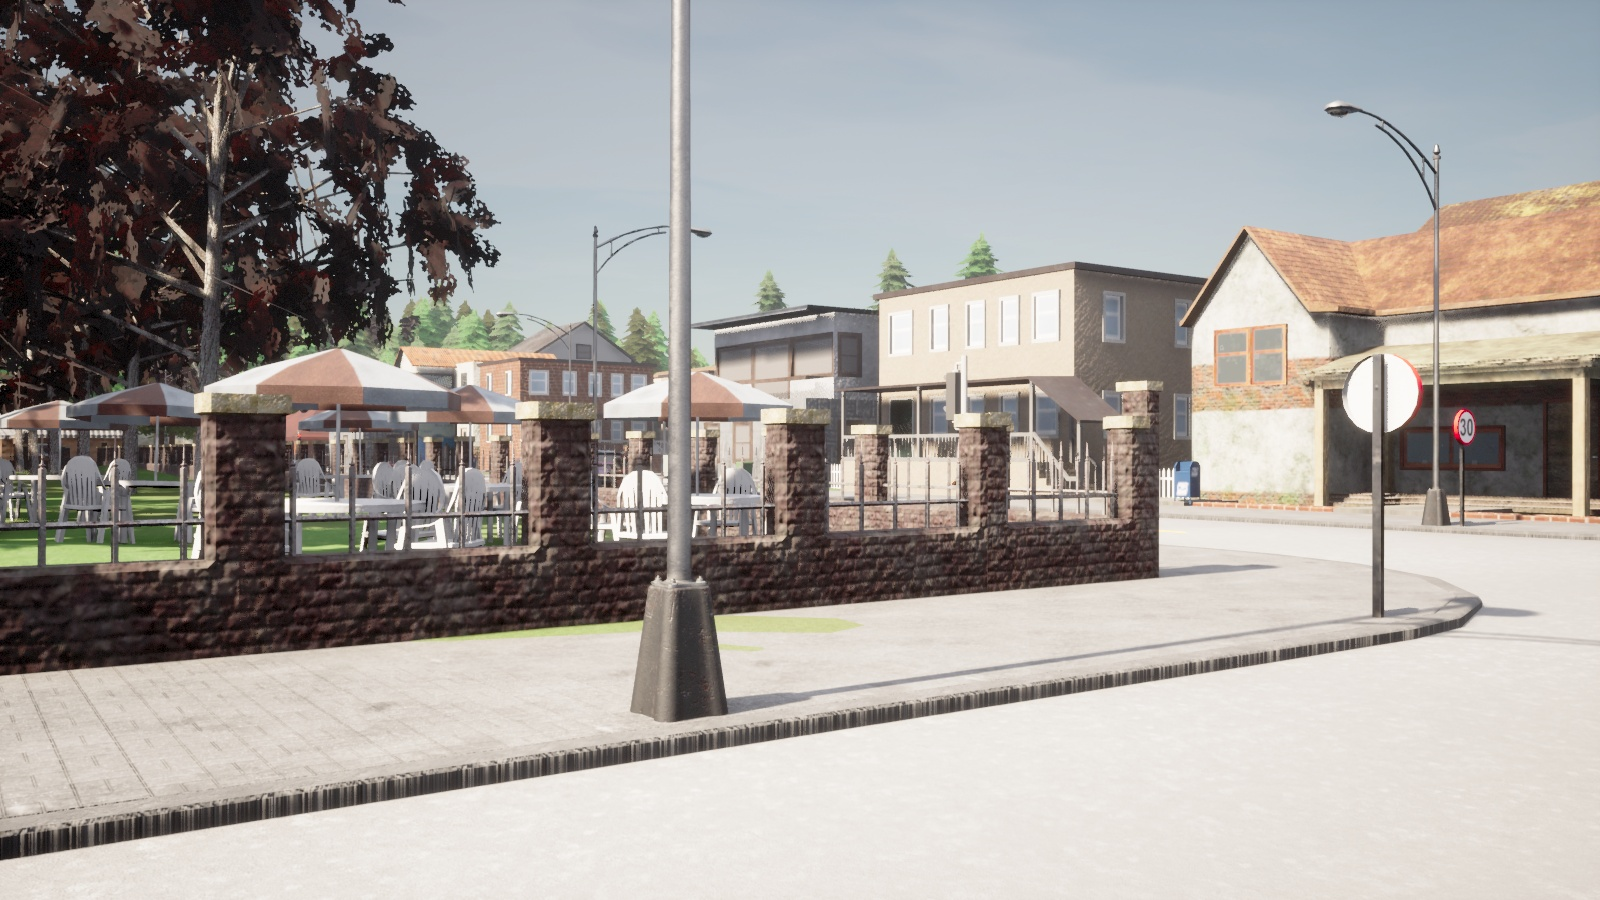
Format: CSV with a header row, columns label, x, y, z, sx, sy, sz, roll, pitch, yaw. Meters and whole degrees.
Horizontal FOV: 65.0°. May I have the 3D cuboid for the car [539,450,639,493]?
label,x,y,z,sx,sy,sz,roll,pitch,yaw
car,-8.432,0.814,49.772,2.033,1.649,4.856,0,0,-35

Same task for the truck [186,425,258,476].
label,x,y,z,sx,sy,sz,roll,pitch,yaw
truck,-41.321,0.070,89.628,2.891,3.462,7.936,0,0,-38

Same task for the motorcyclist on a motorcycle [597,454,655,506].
label,x,y,z,sx,sy,sz,roll,pitch,yaw
motorcyclist on a motorcycle,-5.333,0.885,38.369,0.866,1.530,2.191,0,0,-35

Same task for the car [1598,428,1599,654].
label,x,y,z,sx,sy,sz,roll,pitch,yaw
car,7.751,0.650,9.793,1.851,1.617,3.988,0,0,43
